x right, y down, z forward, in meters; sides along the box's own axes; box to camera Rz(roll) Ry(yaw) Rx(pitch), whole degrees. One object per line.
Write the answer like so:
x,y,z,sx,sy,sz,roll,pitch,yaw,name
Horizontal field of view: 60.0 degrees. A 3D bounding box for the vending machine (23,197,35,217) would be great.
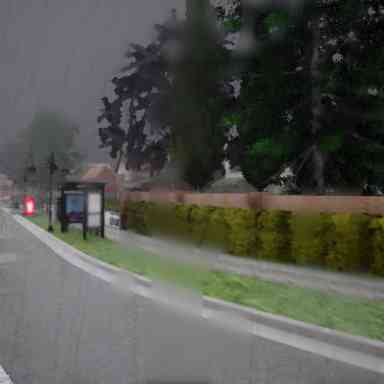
-17.558,1.562,35.842,1.100,2.100,0.880,1,-1,-32,vending machine
